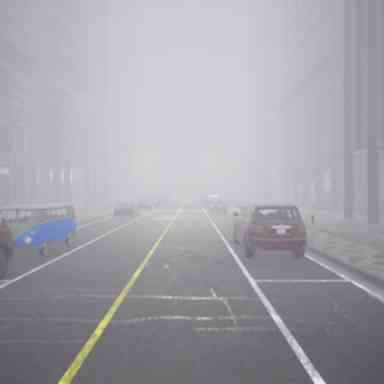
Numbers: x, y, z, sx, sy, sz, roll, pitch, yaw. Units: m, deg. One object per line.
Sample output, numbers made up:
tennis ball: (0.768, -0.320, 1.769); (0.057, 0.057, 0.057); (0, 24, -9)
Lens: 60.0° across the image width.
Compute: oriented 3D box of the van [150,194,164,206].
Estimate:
van: (-5.779, 1.289, 52.102); (1.690, 1.788, 3.998); (0, 0, 0)

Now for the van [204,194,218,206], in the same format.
van: (2.749, 1.296, 40.843); (1.690, 1.788, 3.998); (0, 0, 0)

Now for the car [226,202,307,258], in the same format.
car: (2.757, 1.297, 12.662); (2.192, 1.841, 5.009); (0, 0, 0)

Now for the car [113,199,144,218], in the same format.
car: (-5.772, 1.509, 29.556); (1.887, 1.381, 4.507); (0, 0, 0)

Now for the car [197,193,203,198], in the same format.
car: (2.741, 1.371, 74.661); (1.967, 1.590, 4.097); (0, 0, 0)

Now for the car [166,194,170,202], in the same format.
car: (-5.781, 1.506, 63.376); (1.947, 1.339, 4.313); (0, 0, 0)

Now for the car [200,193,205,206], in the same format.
car: (2.746, 1.387, 52.116); (1.967, 1.590, 4.097); (0, 0, 0)

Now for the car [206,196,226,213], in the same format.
car: (2.751, 1.484, 35.378); (1.752, 1.417, 4.829); (0, 0, 0)

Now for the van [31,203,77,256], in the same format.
van: (-5.768, 1.324, 12.645); (1.690, 1.788, 3.998); (0, 0, 0)

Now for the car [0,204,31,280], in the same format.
car: (-5.767, 1.305, 7.008); (2.192, 1.841, 5.009); (0, 0, 0)

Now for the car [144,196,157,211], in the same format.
car: (-5.775, 1.522, 40.829); (1.947, 1.339, 4.313); (0, 0, 0)

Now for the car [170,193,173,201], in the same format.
car: (-5.783, 1.251, 69.012); (2.192, 1.841, 5.009); (0, 0, 0)

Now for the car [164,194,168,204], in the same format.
car: (-5.780, 1.510, 57.739); (1.947, 1.339, 4.313); (0, 0, 0)

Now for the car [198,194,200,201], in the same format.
car: (2.744, 1.489, 63.389); (2.008, 1.369, 4.403); (0, 0, 0)
